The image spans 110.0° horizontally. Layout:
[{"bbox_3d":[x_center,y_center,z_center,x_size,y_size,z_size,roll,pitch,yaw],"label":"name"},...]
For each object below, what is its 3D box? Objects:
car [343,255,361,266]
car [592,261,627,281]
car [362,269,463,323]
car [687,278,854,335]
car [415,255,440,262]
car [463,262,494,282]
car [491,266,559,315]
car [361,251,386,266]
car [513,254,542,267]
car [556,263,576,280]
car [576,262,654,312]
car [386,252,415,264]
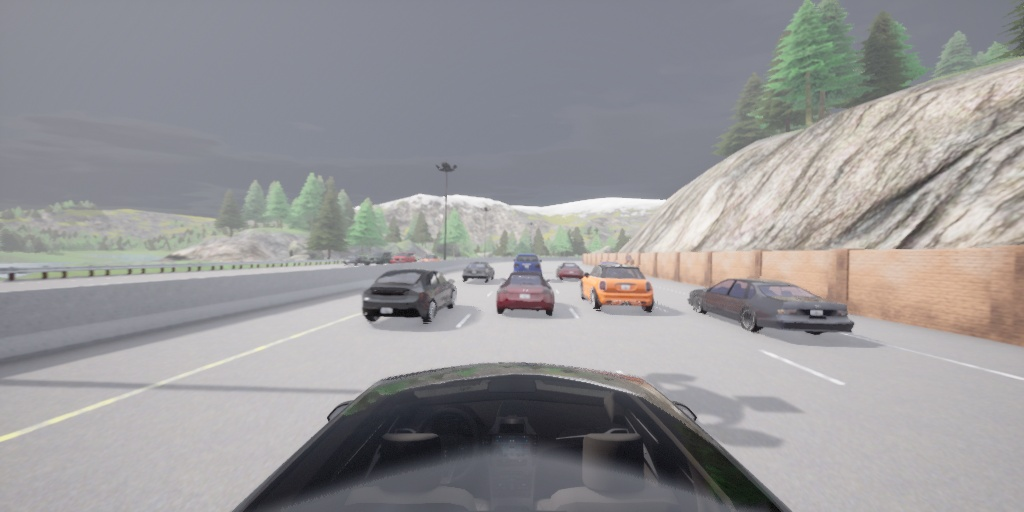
[{"bbox_3d":[-22.387,0.569,51.521,2.128,1.511,4.902,1,0,3],"label":"car"},{"bbox_3d":[8.356,1.225,31.294,1.882,1.535,5.008,1,0,3],"label":"car"},{"bbox_3d":[-3.091,1.146,11.641,1.837,1.490,4.892,1,0,3],"label":"car"},{"bbox_3d":[7.388,1.384,11.037,2.033,1.411,5.357,1,0,3],"label":"car"},{"bbox_3d":[-11.875,0.622,51.606,2.097,1.767,4.553,1,0,3],"label":"car"},{"bbox_3d":[-2.408,1.123,26.533,2.033,1.411,5.357,1,0,3],"label":"car"},{"bbox_3d":[0.511,1.260,13.469,1.994,1.385,4.181,1,0,3],"label":"car"},{"bbox_3d":[-18.892,0.364,51.301,2.150,2.045,5.566,1,0,3],"label":"car"},{"bbox_3d":[1.239,0.852,29.028,2.150,2.045,5.566,1,1,3],"label":"car"},{"bbox_3d":[4.803,1.251,30.346,1.994,1.385,4.181,1,0,3],"label":"car"},{"bbox_3d":[4.077,1.107,14.621,2.097,1.767,4.553,1,0,3],"label":"car"},{"bbox_3d":[-15.399,0.429,51.162,2.150,2.045,5.566,1,0,3],"label":"car"}]
